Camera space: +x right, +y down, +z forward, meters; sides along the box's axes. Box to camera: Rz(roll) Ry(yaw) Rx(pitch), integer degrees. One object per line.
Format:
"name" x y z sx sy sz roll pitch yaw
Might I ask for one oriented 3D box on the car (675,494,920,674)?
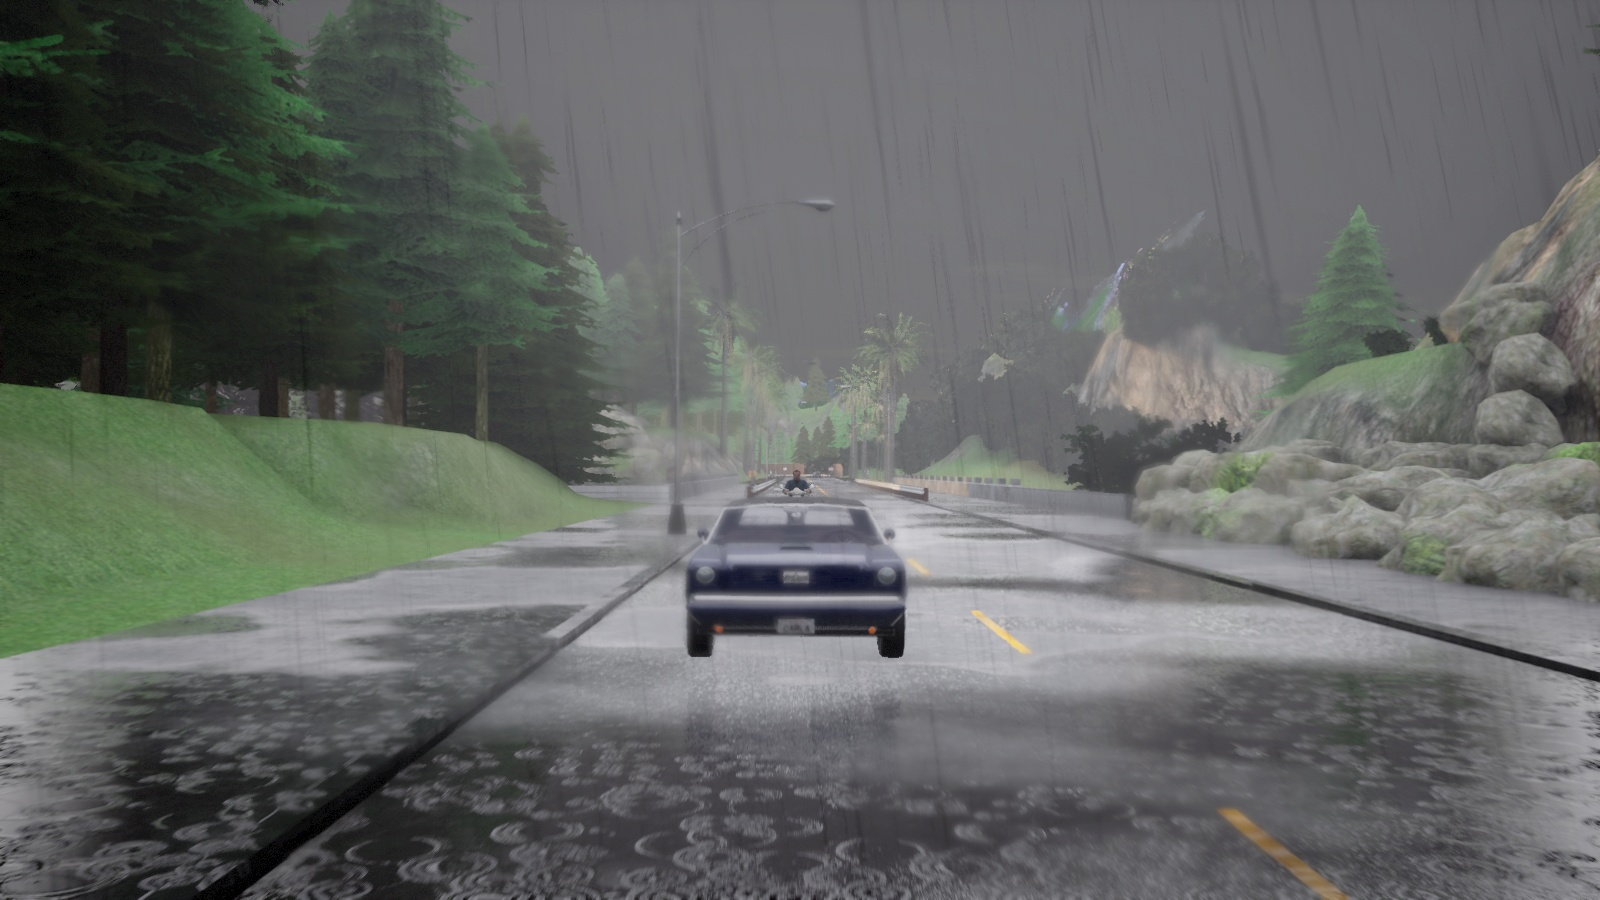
"car" -0.027 1.118 12.091 1.895 1.301 4.718 0 -1 0

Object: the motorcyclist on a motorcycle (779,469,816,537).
"motorcyclist on a motorcycle" -0.071 1.281 30.647 0.866 1.590 1.817 0 -2 0
